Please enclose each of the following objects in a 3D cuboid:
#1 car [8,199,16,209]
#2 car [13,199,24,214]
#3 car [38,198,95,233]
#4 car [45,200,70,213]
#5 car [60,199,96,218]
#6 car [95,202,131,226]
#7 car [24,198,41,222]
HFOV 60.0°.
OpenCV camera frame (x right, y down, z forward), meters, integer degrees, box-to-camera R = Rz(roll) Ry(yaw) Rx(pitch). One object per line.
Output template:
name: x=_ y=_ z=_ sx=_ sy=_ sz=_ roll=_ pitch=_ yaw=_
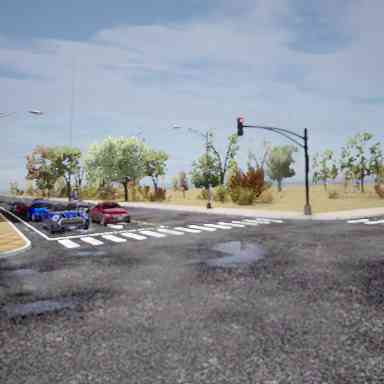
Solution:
car: x=-27.037 y=1.765 z=51.127 sx=1.895 sy=1.301 sz=4.718 roll=-3 pitch=1 yaw=-32
car: x=-18.849 y=1.770 z=37.972 sx=1.895 sy=1.301 sz=4.718 roll=-3 pitch=1 yaw=-32
car: x=-7.787 y=1.403 z=20.331 sx=2.097 sy=1.767 sz=4.553 roll=-3 pitch=1 yaw=-31
car: x=-16.161 y=1.647 z=39.803 sx=1.895 sy=1.301 sz=4.718 roll=-3 pitch=1 yaw=-32
car: x=-10.826 y=1.481 z=31.318 sx=2.128 sy=1.511 sz=4.902 roll=-3 pitch=1 yaw=-32
car: x=-5.889 y=1.462 z=23.489 sx=1.812 sy=1.442 sz=4.674 roll=-3 pitch=1 yaw=-32
car: x=-12.567 y=1.580 z=27.986 sx=1.882 sy=1.535 sz=5.008 roll=-3 pitch=1 yaw=-32
